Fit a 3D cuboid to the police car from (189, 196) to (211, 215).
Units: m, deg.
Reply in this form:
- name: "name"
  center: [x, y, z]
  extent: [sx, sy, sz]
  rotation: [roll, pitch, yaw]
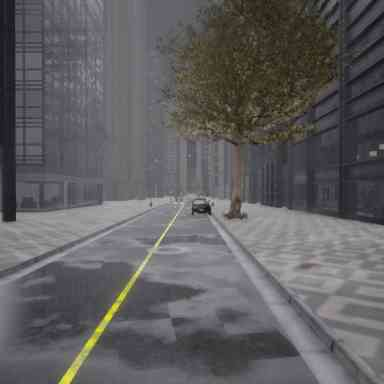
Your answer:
- name: "police car"
  center: [0.900, 1.463, 34.051]
  extent: [1.930, 1.638, 5.238]
  rotation: [0, 0, 0]

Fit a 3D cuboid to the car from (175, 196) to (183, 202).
- name: "car"
  center: [-3.000, 1.625, 76.714]
  extent: [1.837, 1.490, 4.892]
  rotation: [0, 0, 0]

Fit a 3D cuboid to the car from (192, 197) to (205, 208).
- name: "car"
  center: [0.900, 1.564, 49.943]
  extent: [1.882, 1.535, 5.008]
  rotation: [0, 0, 0]

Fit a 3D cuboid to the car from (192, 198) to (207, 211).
- name: "car"
  center: [0.900, 1.576, 43.941]
  extent: [1.837, 1.490, 4.892]
  rotation: [0, 0, 0]

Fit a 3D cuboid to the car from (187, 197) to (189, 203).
- name: "car"
  center: [0.000, 1.540, 70.067]
  extent: [1.882, 1.535, 5.008]
  rotation: [0, 0, 0]
